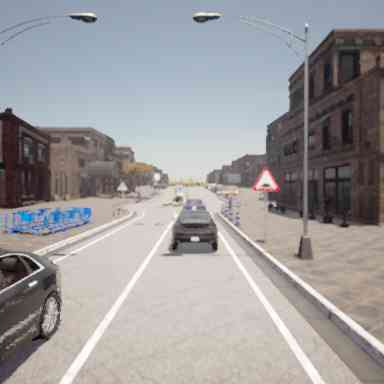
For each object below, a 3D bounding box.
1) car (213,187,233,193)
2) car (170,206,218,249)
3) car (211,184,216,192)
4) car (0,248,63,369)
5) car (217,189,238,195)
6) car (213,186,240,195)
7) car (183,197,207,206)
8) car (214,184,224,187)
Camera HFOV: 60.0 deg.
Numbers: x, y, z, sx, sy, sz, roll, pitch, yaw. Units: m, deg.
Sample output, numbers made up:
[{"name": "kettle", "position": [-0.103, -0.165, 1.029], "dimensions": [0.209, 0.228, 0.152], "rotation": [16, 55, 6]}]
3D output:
[{"name": "car", "position": [8.117, -0.433, 86.379], "dimensions": [5.008, 1.535, 2.097], "rotation": [0, 2, -1]}, {"name": "car", "position": [0.107, 1.543, 14.752], "dimensions": [1.837, 1.490, 4.892], "rotation": [0, -1, 0]}, {"name": "car", "position": [8.172, -0.568, 83.615], "dimensions": [5.566, 2.045, 2.435], "rotation": [0, 2, -1]}, {"name": "car", "position": [-3.092, 1.510, 3.758], "dimensions": [1.837, 1.490, 4.892], "rotation": [0, 0, 0]}, {"name": "car", "position": [8.208, -0.035, 78.122], "dimensions": [4.674, 1.452, 2.002], "rotation": [0, 2, -1]}, {"name": "car", "position": [8.050, 0.048, 75.363], "dimensions": [5.366, 1.575, 1.946], "rotation": [0, 3, -1]}, {"name": "car", "position": [0.273, 1.307, 30.246], "dimensions": [2.097, 1.767, 4.553], "rotation": [0, 1, 2]}, {"name": "car", "position": [8.142, -0.323, 80.867], "dimensions": [4.553, 1.767, 2.185], "rotation": [0, 2, -1]}]
